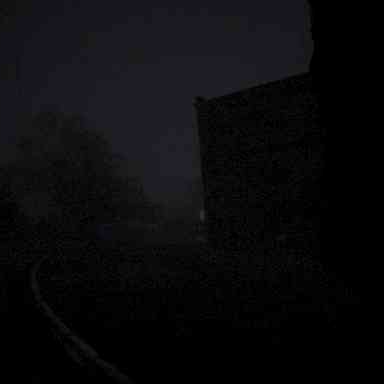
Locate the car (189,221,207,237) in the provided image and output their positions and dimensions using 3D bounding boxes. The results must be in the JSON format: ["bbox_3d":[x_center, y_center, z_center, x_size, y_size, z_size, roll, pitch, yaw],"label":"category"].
[{"bbox_3d":[1.513,5.072,45.150,2.150,2.045,5.566,-7,-9,26],"label":"car"}]
